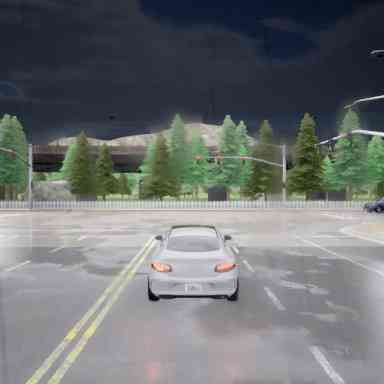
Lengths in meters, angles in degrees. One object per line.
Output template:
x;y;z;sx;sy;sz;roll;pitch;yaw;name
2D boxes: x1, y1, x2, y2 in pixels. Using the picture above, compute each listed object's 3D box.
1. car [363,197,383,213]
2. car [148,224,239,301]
20.729;1.296;35.327;4.553;1.767;2.097;0;0;0;car
0.032;1.526;8.192;1.812;1.442;4.674;0;0;0;car
